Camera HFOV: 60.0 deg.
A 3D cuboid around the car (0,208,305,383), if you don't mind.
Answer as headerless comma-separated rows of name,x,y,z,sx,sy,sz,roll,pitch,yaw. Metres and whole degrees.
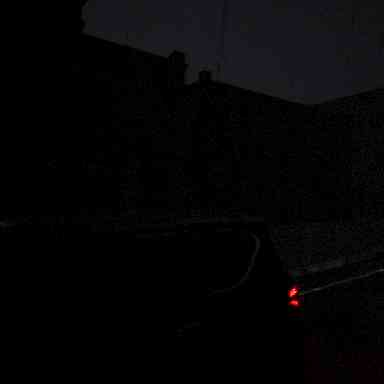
car,-1.474,1.218,2.633,5.566,2.045,2.150,0,0,-35
